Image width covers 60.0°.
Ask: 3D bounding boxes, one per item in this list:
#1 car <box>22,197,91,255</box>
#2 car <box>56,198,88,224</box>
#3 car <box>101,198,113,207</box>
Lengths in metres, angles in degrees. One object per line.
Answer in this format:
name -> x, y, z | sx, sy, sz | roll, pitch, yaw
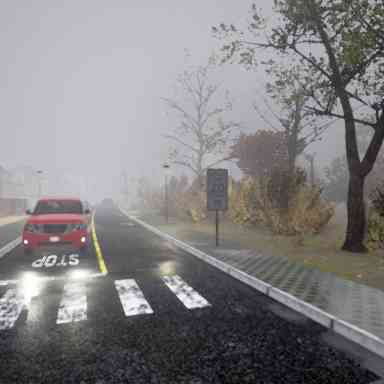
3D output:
car -> -5.445, 1.230, 13.774 | 2.150, 2.045, 5.566 | 0, 0, -18
car -> -9.359, 1.406, 26.335 | 2.097, 1.767, 4.553 | 0, 0, -16
car -> -14.310, 1.720, 56.394 | 1.882, 1.535, 5.008 | 0, 0, -13
